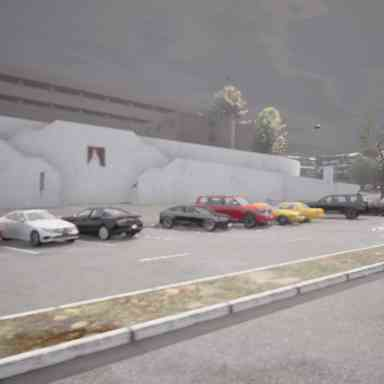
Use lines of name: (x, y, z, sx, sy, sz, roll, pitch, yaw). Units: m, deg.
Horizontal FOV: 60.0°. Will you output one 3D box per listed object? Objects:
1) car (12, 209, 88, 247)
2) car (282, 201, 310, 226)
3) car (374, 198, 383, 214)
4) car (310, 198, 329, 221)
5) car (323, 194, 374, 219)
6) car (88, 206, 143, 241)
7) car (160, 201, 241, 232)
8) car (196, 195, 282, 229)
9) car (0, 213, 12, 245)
car: (-7.159, 1.533, 15.129, 4.674, 1.452, 2.002, -1, -1, 35)
car: (5.220, 1.480, 23.729, 5.366, 1.575, 1.946, -1, -1, 35)
car: (17.308, 1.398, 32.517, 4.553, 1.767, 2.185, -1, -1, 35)
car: (7.353, 1.488, 25.675, 5.366, 1.575, 1.946, -1, -1, 35)
car: (12.367, 1.250, 29.067, 5.566, 2.045, 2.435, -1, -1, 35)
car: (-4.710, 1.492, 16.862, 5.008, 1.535, 2.097, -1, 0, 35)
car: (0.202, 1.515, 20.337, 4.792, 1.488, 2.163, -1, -1, 35)
car: (2.645, 1.234, 22.084, 5.566, 2.045, 2.435, -1, -1, 35)
car: (-9.629, 1.365, 13.407, 4.553, 1.767, 2.185, -1, -1, 35)
